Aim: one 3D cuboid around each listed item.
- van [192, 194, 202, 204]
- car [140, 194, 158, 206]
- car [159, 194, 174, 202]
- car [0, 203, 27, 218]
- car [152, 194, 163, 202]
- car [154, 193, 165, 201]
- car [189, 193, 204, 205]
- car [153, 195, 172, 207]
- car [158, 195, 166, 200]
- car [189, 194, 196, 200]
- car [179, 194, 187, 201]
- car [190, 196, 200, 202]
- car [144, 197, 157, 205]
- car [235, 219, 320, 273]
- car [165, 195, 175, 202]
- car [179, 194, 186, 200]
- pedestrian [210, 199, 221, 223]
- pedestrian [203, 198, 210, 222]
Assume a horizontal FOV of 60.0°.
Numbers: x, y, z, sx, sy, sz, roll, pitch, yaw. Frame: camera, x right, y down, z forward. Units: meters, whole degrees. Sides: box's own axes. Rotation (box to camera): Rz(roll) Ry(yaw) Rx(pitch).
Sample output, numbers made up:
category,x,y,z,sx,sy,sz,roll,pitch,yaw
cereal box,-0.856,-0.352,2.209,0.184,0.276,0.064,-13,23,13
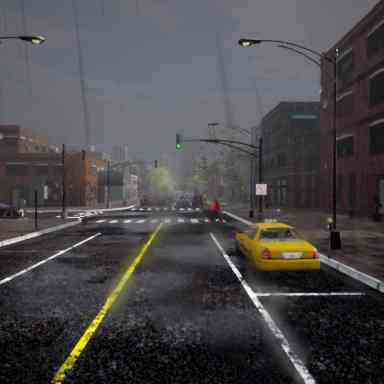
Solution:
category,x,y,z,sx,sy,sz,roll,pitch,yaw
van,0.916,1.327,64.992,1.690,1.788,3.998,-1,0,-2
car,-7.158,1.304,53.679,2.192,1.841,5.009,-1,0,-2
car,-4.794,1.463,64.099,1.882,1.535,5.008,0,0,-1
car,-19.069,1.793,32.367,5.357,1.411,2.033,-1,1,-2
car,-7.766,1.298,75.847,2.192,1.841,5.009,-1,0,-2
car,-7.916,1.296,81.389,2.192,1.841,5.009,-1,0,-2
car,1.067,1.302,59.450,2.192,1.841,5.009,-1,0,-2
car,-4.490,1.553,51.203,1.994,1.385,4.181,0,0,-2
car,-8.217,1.522,92.472,1.887,1.381,4.507,-1,0,-2
car,0.159,1.418,92.701,1.967,1.590,4.097,-1,0,-2
car,-2.178,1.503,79.813,2.128,1.511,4.902,0,0,-2
car,0.615,1.534,76.076,2.008,1.369,4.403,-1,0,-2
car,-7.308,1.532,59.221,1.887,1.381,4.507,-1,0,-2
car,2.408,1.523,10.501,1.752,1.417,4.829,-1,0,-2
car,-5.088,1.504,76.476,2.128,1.511,4.902,0,0,-2
car,-2.461,1.353,90.225,1.882,1.535,5.008,0,0,-2
pedestrian,1.677,1.290,23.650,0.375,1.860,0.375,-1,1,-2
pedestrian,1.216,1.291,24.383,0.375,1.860,0.375,-1,1,-2
